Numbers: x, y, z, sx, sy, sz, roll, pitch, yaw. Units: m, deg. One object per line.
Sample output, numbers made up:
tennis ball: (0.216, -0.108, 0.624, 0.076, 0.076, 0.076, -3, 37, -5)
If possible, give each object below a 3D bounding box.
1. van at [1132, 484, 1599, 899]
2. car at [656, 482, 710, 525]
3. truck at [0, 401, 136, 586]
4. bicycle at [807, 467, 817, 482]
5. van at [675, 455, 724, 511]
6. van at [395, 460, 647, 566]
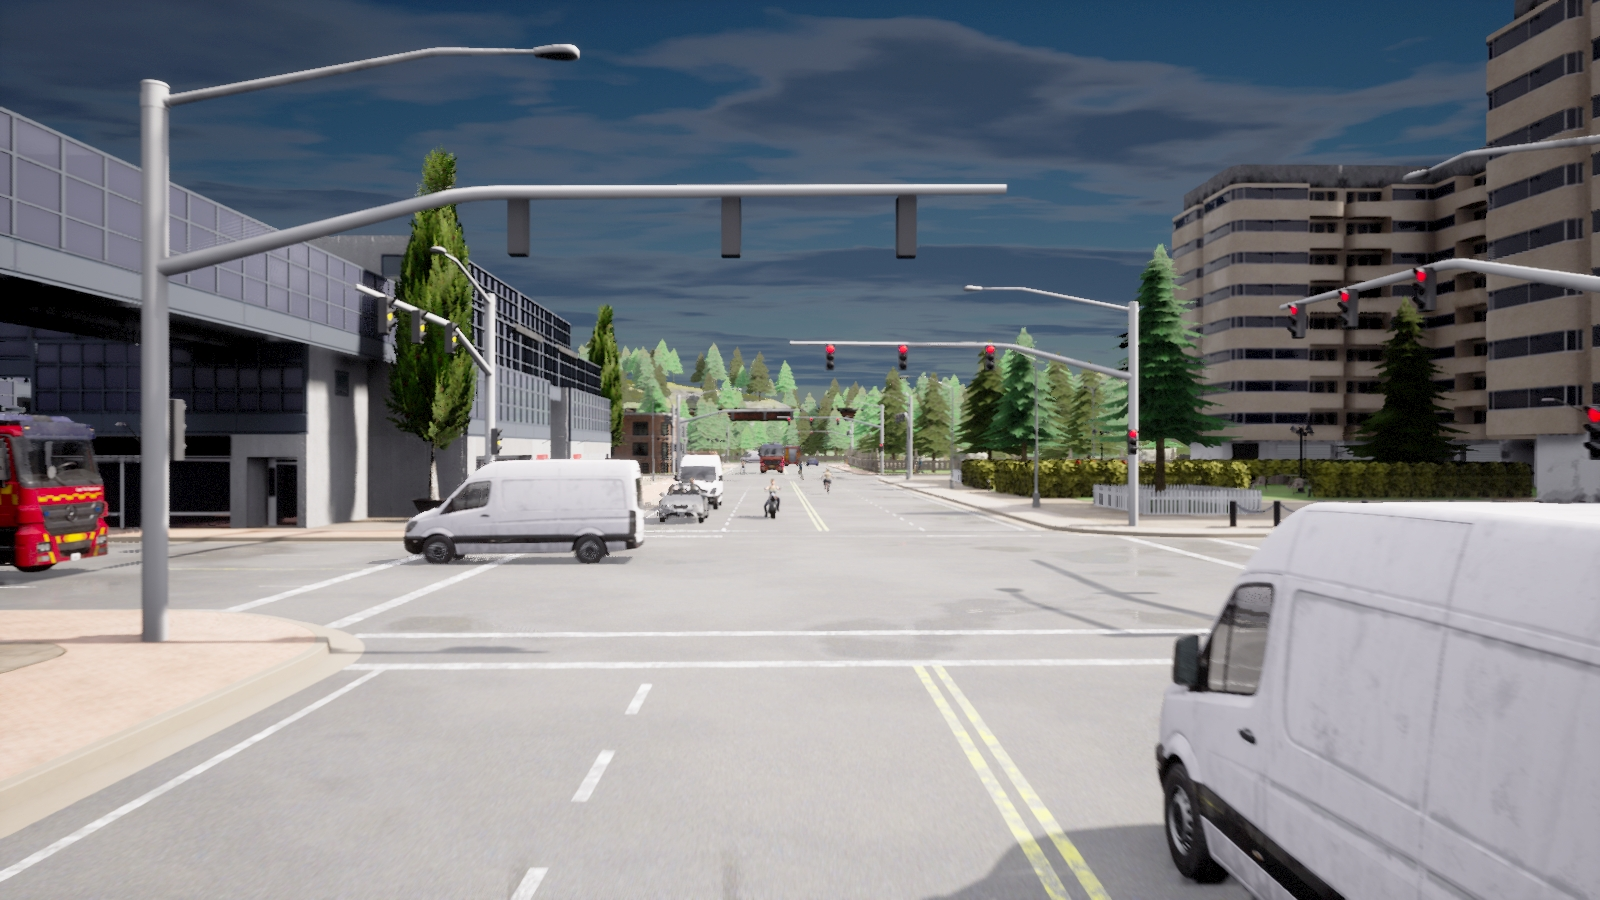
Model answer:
van: (3.503, 1.534, 5.645, 1.988, 2.561, 5.915, 0, 0, 0)
car: (-4.562, 2.066, 45.072, 1.816, 1.474, 4.193, 0, 0, -2)
truck: (-19.636, 0.891, 25.022, 8.468, 3.827, 2.891, 0, 0, -1)
bicycle: (1.053, 2.159, 100.619, 0.859, 1.276, 1.487, 0, 0, -2)
van: (-4.818, 1.535, 55.445, 1.988, 2.561, 5.915, 0, 0, -1)
van: (-6.924, 1.535, 28.885, 5.915, 2.561, 1.988, 0, 0, -3)
